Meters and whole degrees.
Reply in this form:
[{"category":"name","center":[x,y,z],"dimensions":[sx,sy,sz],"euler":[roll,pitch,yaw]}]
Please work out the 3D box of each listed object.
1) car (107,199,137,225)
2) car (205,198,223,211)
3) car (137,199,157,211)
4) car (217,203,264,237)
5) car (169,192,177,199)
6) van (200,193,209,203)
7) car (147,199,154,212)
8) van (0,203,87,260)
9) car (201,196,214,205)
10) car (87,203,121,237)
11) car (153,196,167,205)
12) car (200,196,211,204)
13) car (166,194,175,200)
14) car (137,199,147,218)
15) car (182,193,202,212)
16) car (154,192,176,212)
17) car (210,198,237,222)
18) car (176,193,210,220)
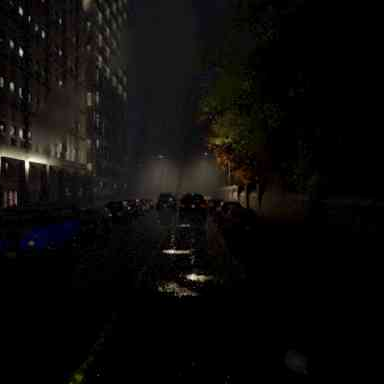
[{"category":"car","center":[-5.324,1.385,22.994],"dimensions":[1.967,1.590,4.097],"euler":[0,0,0]},{"category":"car","center":[2.550,1.446,39.628],"dimensions":[1.887,1.381,4.507],"euler":[0,0,0]},{"category":"car","center":[-5.331,1.484,39.629],"dimensions":[1.802,1.307,4.206],"euler":[0,0,0]},{"category":"car","center":[2.559,1.503,17.447],"dimensions":[1.887,1.381,4.507],"euler":[0,0,0]},{"category":"car","center":[-5.423,1.050,95.075],"dimensions":[2.192,1.841,5.009],"euler":[0,0,0]},{"category":"van","center":[2.538,1.165,67.354],"dimensions":[1.690,1.788,3.998],"euler":[0,0,0]},{"category":"car","center":[-5.328,1.442,33.914],"dimensions":[1.752,1.417,4.829],"euler":[0,0,0]},{"category":"van","center":[-5.319,1.313,11.904],"dimensions":[1.690,1.788,3.998],"euler":[0,0,0]},{"category":"car","center":[2.543,1.406,56.264],"dimensions":[2.008,1.369,4.403],"euler":[0,0,0]},{"category":"car","center":[-5.321,1.510,17.449],"dimensions":[2.008,1.369,4.403],"euler":[0,0,0]},{"category":"car","center":[-5.338,1.400,56.263],"dimensions":[1.887,1.381,4.507],"euler":[0,0,0]},{"category":"car","center":[2.540,1.384,61.809],"dimensions":[1.887,1.381,4.507],"euler":[0,0,0]},{"category":"car","center":[-5.349,1.212,83.988],"dimensions":[1.967,1.590,4.097],"euler":[0,0,0]},{"category":"car","center":[-5.326,1.371,28.539],"dimensions":[1.967,1.590,4.097],"euler":[0,0,0]},{"category":"car","center":[0.035,1.126,39.447],"dimensions":[2.150,2.045,5.566],"euler":[0,0,0]},{"category":"car","center":[-2.865,1.127,38.296],"dimensions":[2.150,2.045,5.566],"euler":[0,0,0]},{"category":"car","center":[2.557,1.385,22.992],"dimensions":[1.967,1.590,4.097],"euler":[0,0,0]},{"category":"car","center":[0.071,1.155,27.652],"dimensions":[2.150,2.045,5.566],"euler":[0,0,0]}]
